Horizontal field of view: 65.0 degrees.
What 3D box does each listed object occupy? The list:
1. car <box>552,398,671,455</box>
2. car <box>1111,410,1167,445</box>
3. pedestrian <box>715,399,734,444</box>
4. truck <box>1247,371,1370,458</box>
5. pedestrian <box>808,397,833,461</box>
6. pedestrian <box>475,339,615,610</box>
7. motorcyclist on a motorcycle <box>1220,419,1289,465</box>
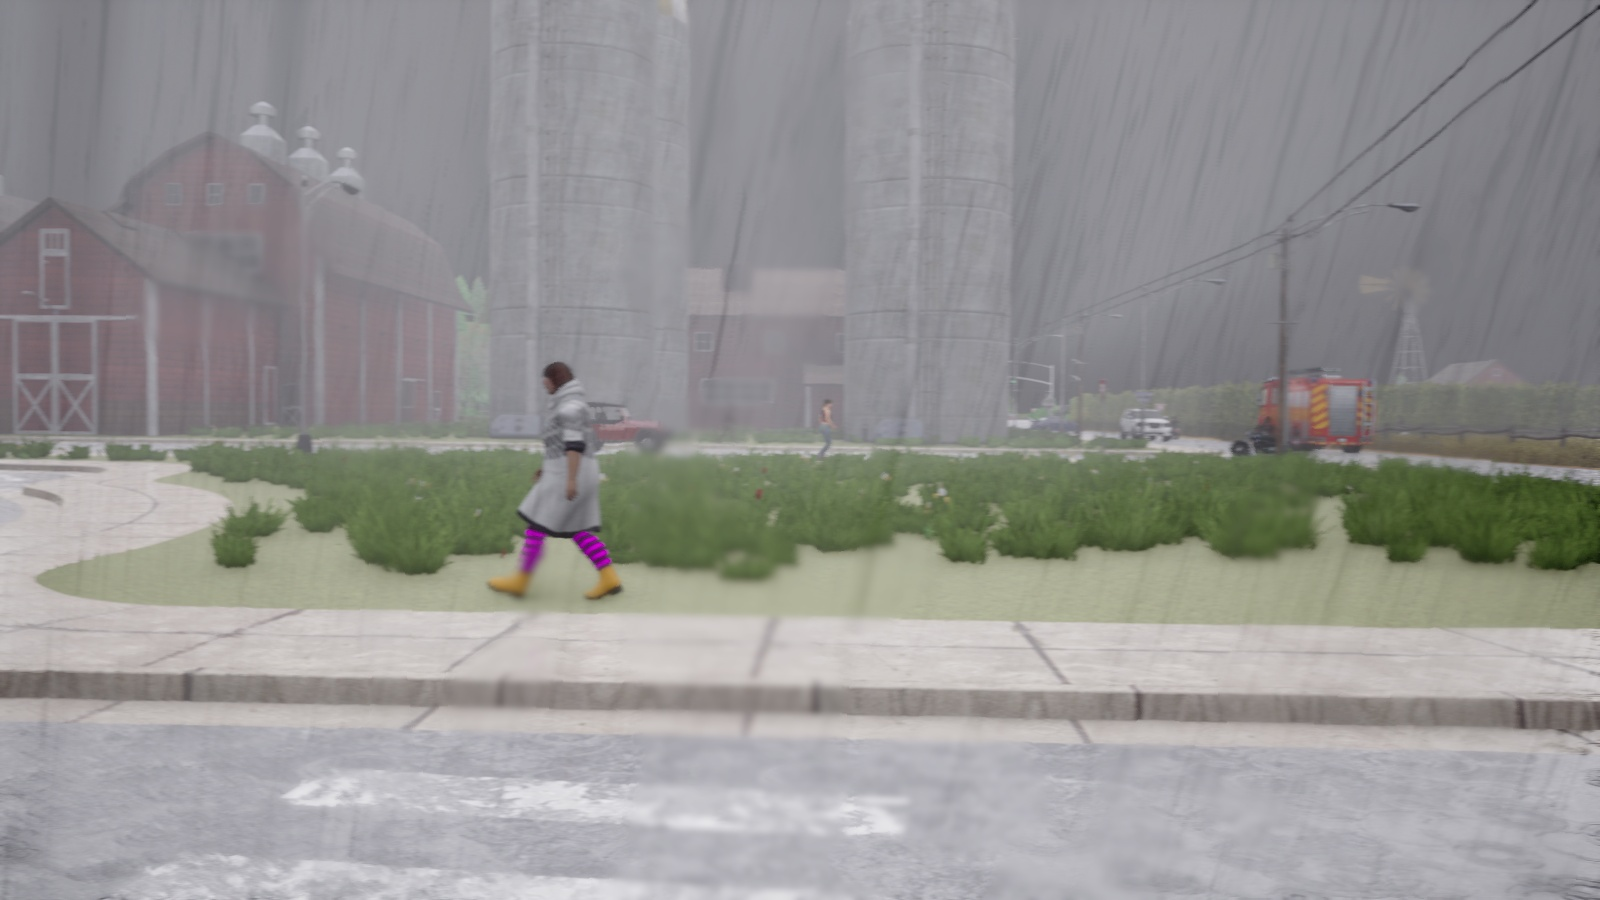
[{"bbox_3d":[-6.579,-0.850,44.090,3.866,1.878,1.905,1,2,1],"label":"car"},{"bbox_3d":[21.174,-1.434,78.660,2.150,2.045,5.566,1,2,2],"label":"car"},{"bbox_3d":[-3.125,-1.159,51.808,0.703,1.840,0.431,1,2,-9],"label":"pedestrian"},{"bbox_3d":[24.157,-1.693,60.204,2.891,3.827,8.468,1,2,4],"label":"truck"},{"bbox_3d":[0.588,-0.605,36.200,0.594,1.836,0.345,1,2,-18],"label":"pedestrian"},{"bbox_3d":[-1.897,0.169,9.422,0.873,1.952,0.659,1,2,1],"label":"pedestrian"},{"bbox_3d":[16.888,-0.309,46.761,2.350,1.649,0.766,2,3,18],"label":"motorcyclist on a motorcycle"}]
